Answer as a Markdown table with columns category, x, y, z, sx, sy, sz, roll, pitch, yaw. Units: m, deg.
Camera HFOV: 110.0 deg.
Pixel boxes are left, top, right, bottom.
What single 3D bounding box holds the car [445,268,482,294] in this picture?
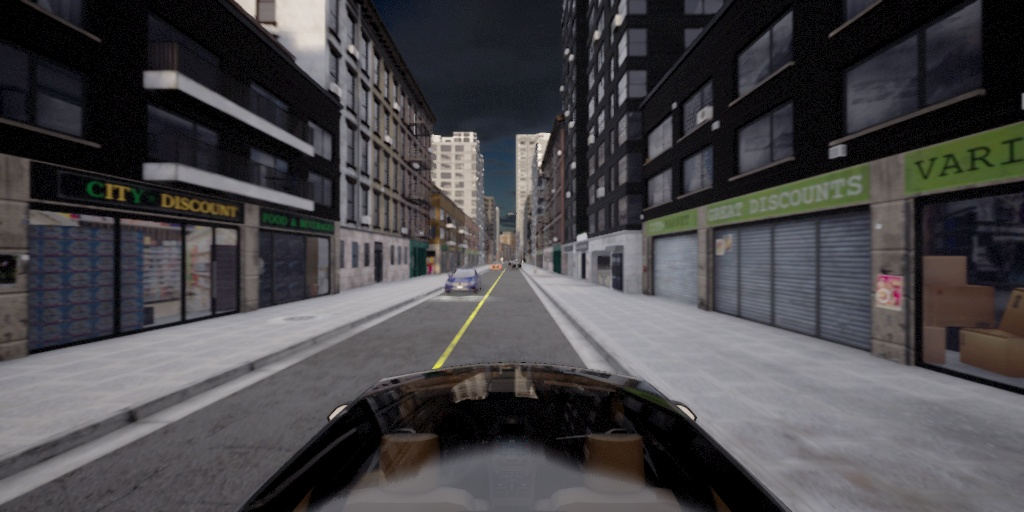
| category | x | y | z | sx | sy | sz | roll | pitch | yaw |
| --- | --- | --- | --- | --- | --- | --- | --- | --- | --- |
| car | -2.830 | 1.446 | 21.695 | 1.812 | 1.442 | 4.674 | 0 | -1 | 0 |

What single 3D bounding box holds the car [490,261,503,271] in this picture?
| category | x | y | z | sx | sy | sz | roll | pitch | yaw |
| --- | --- | --- | --- | --- | --- | --- | --- | --- | --- |
| car | -2.762 | 1.652 | 63.384 | 2.097 | 1.767 | 4.553 | 0 | -1 | 1 |
